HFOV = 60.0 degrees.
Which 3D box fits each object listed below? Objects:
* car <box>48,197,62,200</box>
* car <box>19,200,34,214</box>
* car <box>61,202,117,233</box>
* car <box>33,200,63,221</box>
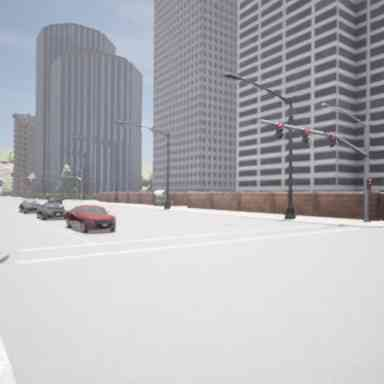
[{"bbox_3d":[-23.612,1.649,57.524,1.837,1.490,4.892,1,0,-35],"label":"car"},{"bbox_3d":[-17.940,1.618,37.009,2.033,1.411,5.357,1,0,-35],"label":"car"},{"bbox_3d":[-6.241,1.545,20.399,1.882,1.535,5.008,1,0,-35],"label":"car"},{"bbox_3d":[-11.932,1.633,28.485,1.994,1.385,4.181,1,0,-34],"label":"car"}]
